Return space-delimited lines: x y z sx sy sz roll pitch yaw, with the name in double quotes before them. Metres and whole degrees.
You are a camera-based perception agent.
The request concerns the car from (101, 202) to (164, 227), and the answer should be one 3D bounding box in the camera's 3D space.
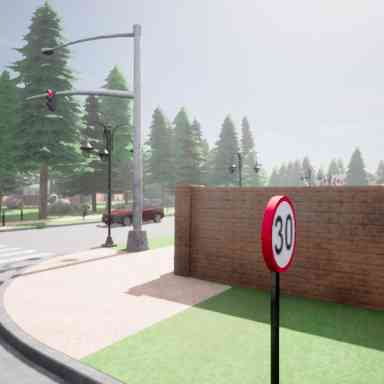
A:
"car" -4.013 1.463 23.168 1.882 1.535 5.008 0 0 35
